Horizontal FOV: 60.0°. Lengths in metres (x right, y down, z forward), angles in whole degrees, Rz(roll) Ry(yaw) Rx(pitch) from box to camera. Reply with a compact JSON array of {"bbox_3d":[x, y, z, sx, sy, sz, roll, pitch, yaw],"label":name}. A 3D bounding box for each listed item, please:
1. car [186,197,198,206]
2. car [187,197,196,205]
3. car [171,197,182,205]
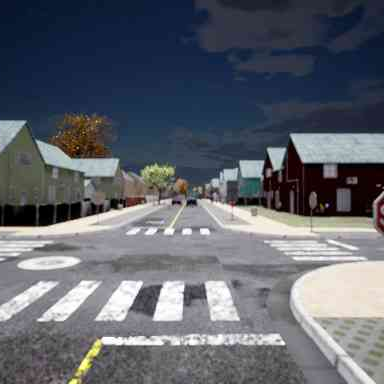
[{"bbox_3d":[-0.041,1.644,56.695,1.837,1.490,4.892,0,0,0],"label":"car"},{"bbox_3d":[-0.048,1.730,67.115,1.812,1.442,4.674,0,0,0],"label":"car"},{"bbox_3d":[-2.793,1.714,61.280,2.033,1.411,5.357,0,0,0],"label":"car"}]
